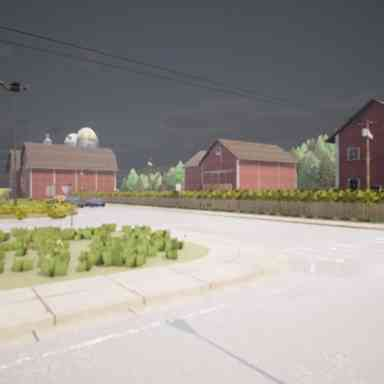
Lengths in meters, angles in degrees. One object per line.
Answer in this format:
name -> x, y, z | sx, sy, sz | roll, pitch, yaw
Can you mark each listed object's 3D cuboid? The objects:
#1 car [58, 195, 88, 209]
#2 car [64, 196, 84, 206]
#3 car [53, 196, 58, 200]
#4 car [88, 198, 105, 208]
car -> -15.397, 1.481, 42.818 | 1.994, 1.385, 4.181 | 0, 0, -36
car -> -19.433, 1.458, 54.515 | 1.994, 1.385, 4.181 | 0, 0, -36
car -> -24.054, 1.372, 60.911 | 1.882, 1.535, 5.008 | 0, 0, -36
car -> -13.732, 1.457, 46.711 | 1.994, 1.385, 4.181 | 0, 0, -35
